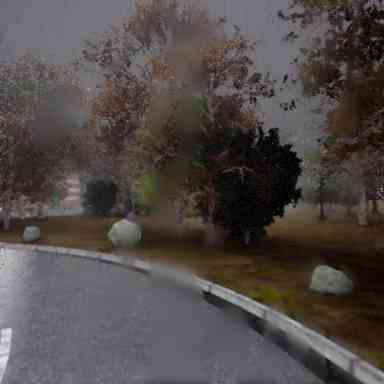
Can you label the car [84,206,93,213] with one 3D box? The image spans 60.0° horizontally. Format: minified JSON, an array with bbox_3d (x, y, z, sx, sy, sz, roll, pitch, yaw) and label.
[{"bbox_3d":[-16.440,2.779,55.705,1.837,1.490,4.892,0,-1,5],"label":"car"}]
